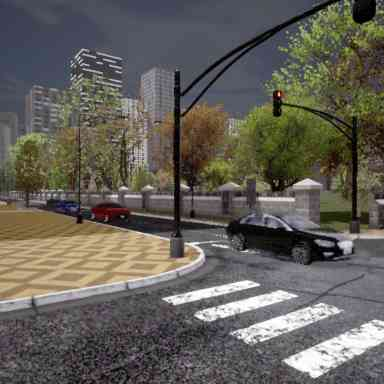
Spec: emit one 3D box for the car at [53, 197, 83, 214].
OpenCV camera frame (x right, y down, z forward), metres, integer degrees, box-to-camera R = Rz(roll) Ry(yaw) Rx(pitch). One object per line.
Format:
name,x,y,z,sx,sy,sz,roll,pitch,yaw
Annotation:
car,-13.600,1.627,36.820,1.812,1.442,4.674,0,0,-34

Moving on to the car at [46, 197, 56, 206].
car,-24.149,1.673,58.032,2.128,1.511,4.902,0,0,-34

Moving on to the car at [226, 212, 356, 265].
car,3.266,1.505,11.947,2.128,1.511,4.902,0,0,-34

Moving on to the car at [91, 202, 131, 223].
car,-6.468,1.542,26.289,1.882,1.535,5.008,0,-1,-34
